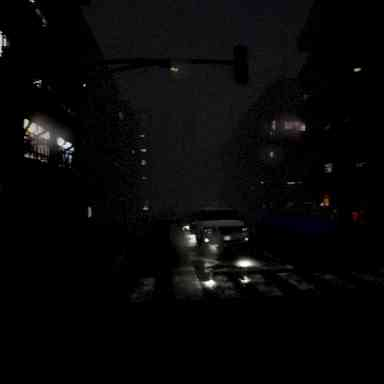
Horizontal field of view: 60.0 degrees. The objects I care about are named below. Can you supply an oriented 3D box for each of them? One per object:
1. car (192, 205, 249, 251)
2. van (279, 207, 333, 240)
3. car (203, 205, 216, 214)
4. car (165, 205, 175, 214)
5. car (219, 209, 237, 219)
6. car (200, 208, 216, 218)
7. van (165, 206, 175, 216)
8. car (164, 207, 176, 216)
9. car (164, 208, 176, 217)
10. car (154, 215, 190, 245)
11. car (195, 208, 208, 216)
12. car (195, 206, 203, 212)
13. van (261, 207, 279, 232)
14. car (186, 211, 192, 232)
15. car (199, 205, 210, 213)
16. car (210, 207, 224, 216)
[{"bbox_3d":[1.402,1.799,17.549,2.150,2.045,5.566,-1,-2,-4],"label":"car"},{"bbox_3d":[7.006,1.884,20.418,1.690,1.788,3.998,-2,-2,-4],"label":"van"},{"bbox_3d":[3.706,3.654,70.699,2.192,1.841,5.009,-2,-2,-4],"label":"car"},{"bbox_3d":[-5.012,4.035,75.759,2.192,1.841,5.009,-2,-2,-4],"label":"car"},{"bbox_3d":[5.182,3.122,48.344,1.802,1.307,4.206,-2,-2,-4],"label":"car"},{"bbox_3d":[2.404,3.272,51.338,1.994,1.385,4.181,-1,-2,-4],"label":"car"},{"bbox_3d":[-4.255,3.661,64.587,1.690,1.788,3.998,-2,-2,-4],"label":"van"},{"bbox_3d":[-3.147,3.302,47.820,1.802,1.307,4.206,-2,-2,-4],"label":"car"},{"bbox_3d":[-3.881,3.670,58.993,2.008,1.369,4.403,-2,-2,-4],"label":"car"},{"bbox_3d":[-1.313,2.304,19.886,1.802,1.307,4.206,-2,-2,-4],"label":"car"},{"bbox_3d":[1.741,3.667,61.352,1.895,1.301,4.718,-1,-2,-4],"label":"car"},{"bbox_3d":[1.929,4.597,92.839,1.801,1.575,5.366,-1,-2,-4],"label":"car"},{"bbox_3d":[6.640,2.083,26.005,1.690,1.788,3.998,-2,-2,-4],"label":"van"},{"bbox_3d":[0.754,2.412,27.532,1.882,1.535,5.008,-1,-2,-4],"label":"car"},{"bbox_3d":[2.973,4.054,81.872,2.192,1.841,5.009,-2,-2,-4],"label":"car"},{"bbox_3d":[4.436,3.471,59.688,1.752,1.417,4.829,-2,-2,-4],"label":"car"}]
